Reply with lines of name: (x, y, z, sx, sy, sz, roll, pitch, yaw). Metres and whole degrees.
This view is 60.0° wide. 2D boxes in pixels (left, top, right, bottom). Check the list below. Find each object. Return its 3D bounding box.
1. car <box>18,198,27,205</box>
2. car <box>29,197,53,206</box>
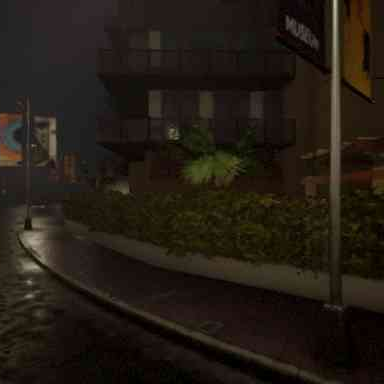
car: (-31.217, 1.777, 63.834, 2.033, 1.411, 5.357, 0, 0, -1)
car: (-27.685, 1.702, 61.853, 1.882, 1.535, 5.008, 0, 0, -1)
